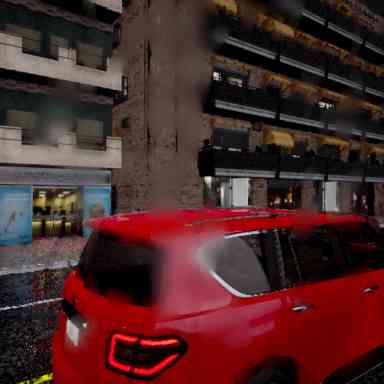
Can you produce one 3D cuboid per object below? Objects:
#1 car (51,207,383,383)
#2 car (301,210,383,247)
[{"bbox_3d":[1.199,1.223,4.288,5.566,2.045,2.150,0,0,-36],"label":"car"},{"bbox_3d":[7.172,1.583,15.538,4.206,1.307,1.802,0,0,-35],"label":"car"}]
